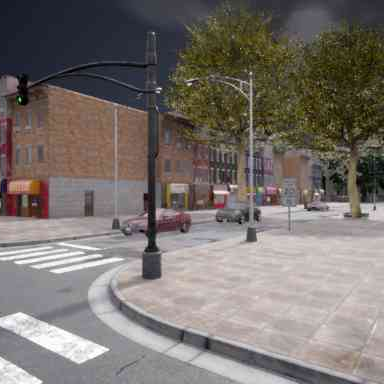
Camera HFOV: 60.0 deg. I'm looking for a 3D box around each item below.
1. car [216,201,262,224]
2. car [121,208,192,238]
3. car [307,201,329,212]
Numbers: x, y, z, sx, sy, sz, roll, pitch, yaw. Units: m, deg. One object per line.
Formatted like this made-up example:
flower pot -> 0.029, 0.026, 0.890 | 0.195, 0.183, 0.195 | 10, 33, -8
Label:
car -> 3.723, 1.514, 26.054 | 2.097, 1.767, 4.553 | 0, -1, 36
car -> -1.816, 1.617, 18.421 | 1.812, 1.442, 4.674 | 0, -1, 35
car -> 16.566, 1.911, 43.642 | 1.994, 1.385, 4.181 | 0, -1, 36
